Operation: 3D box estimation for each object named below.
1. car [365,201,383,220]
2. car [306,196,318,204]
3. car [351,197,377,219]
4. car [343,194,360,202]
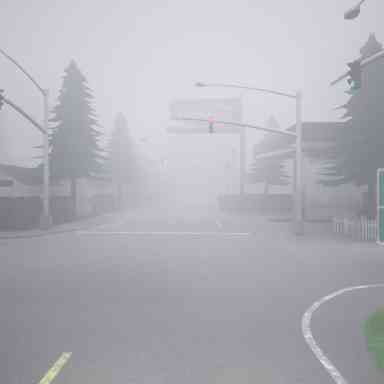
[{"bbox_3d":[18.814,1.672,30.576,4.611,1.667,2.242,0,0,0],"label":"car"},{"bbox_3d":[22.753,1.552,63.957,1.970,1.475,3.806,0,0,0],"label":"car"},{"bbox_3d":[14.465,1.505,24.923,3.866,1.878,1.905,0,0,0],"label":"car"},{"bbox_3d":[35.187,1.489,71.700,2.007,1.523,4.514,0,0,0],"label":"car"}]
